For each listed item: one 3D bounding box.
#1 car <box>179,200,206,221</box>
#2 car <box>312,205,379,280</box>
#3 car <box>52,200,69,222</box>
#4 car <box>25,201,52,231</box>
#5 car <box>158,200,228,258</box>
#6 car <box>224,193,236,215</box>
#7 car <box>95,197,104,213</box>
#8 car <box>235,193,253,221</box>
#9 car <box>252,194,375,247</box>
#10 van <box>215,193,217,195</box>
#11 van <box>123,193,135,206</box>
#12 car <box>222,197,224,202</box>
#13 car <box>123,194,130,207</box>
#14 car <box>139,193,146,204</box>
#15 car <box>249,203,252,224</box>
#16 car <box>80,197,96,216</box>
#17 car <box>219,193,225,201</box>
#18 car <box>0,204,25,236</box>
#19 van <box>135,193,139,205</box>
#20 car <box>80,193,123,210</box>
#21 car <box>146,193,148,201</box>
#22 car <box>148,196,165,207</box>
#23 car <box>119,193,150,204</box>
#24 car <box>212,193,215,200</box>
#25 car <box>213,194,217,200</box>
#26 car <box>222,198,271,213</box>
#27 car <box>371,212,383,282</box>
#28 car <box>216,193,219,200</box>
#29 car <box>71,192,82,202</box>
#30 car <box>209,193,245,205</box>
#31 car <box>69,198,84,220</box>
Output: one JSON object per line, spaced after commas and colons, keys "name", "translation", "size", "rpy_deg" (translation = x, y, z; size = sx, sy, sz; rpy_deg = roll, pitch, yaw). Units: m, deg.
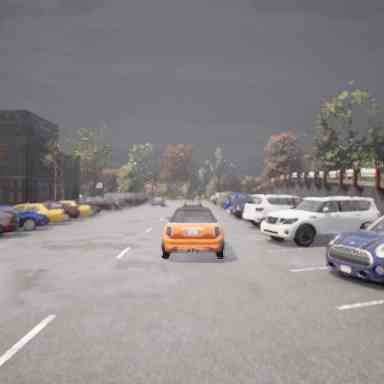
{"name": "car", "translation": [0.068, 1.462, 28.171], "size": [2.128, 1.511, 4.902], "rpy_deg": [0, 0, 0]}
{"name": "car", "translation": [5.950, 1.352, 9.051], "size": [4.553, 1.767, 2.185], "rpy_deg": [1, 0, -20]}
{"name": "car", "translation": [-11.180, 1.463, 22.010], "size": [5.366, 1.575, 1.946], "rpy_deg": [-1, 0, -20]}
{"name": "car", "translation": [-11.010, 1.466, 19.113], "size": [5.008, 1.535, 2.097], "rpy_deg": [-1, 0, -20]}
{"name": "car", "translation": [0.049, 1.337, 12.873], "size": [2.097, 1.767, 4.553], "rpy_deg": [0, 0, 0]}
{"name": "car", "translation": [5.913, 1.207, 27.165], "size": [5.566, 2.045, 2.435], "rpy_deg": [1, 0, -20]}
{"name": "car", "translation": [-10.976, 1.483, 30.973], "size": [4.792, 1.488, 2.163], "rpy_deg": [-1, 0, -20]}
{"name": "car", "translation": [5.968, 1.214, 21.137], "size": [5.566, 2.045, 2.435], "rpy_deg": [1, 0, -20]}
{"name": "car", "translation": [5.907, 1.219, 15.070], "size": [5.566, 2.045, 2.435], "rpy_deg": [1, 0, -20]}
{"name": "van", "translation": [6.076, 1.210, 48.371], "size": [4.442, 1.987, 1.878], "rpy_deg": [1, 0, -20]}
{"name": "van", "translation": [-11.093, 1.209, 48.666], "size": [4.442, 1.987, 1.878], "rpy_deg": [-1, 0, -20]}
{"name": "car", "translation": [5.771, 1.450, 30.128], "size": [5.366, 1.575, 1.946], "rpy_deg": [1, 0, -20]}
{"name": "car", "translation": [-10.987, 1.442, 42.799], "size": [4.892, 1.521, 2.231], "rpy_deg": [-1, 0, -20]}
{"name": "car", "translation": [-10.955, 1.173, 54.643], "size": [5.566, 2.045, 2.435], "rpy_deg": [-1, 0, -20]}
{"name": "car", "translation": [5.903, 1.497, 18.094], "size": [4.792, 1.488, 2.163], "rpy_deg": [1, 0, -20]}
{"name": "car", "translation": [-11.173, 1.456, 27.927], "size": [5.366, 1.575, 1.946], "rpy_deg": [-1, 0, -20]}
{"name": "car", "translation": [5.979, 1.201, 33.228], "size": [5.566, 2.045, 2.435], "rpy_deg": [1, 0, -20]}
{"name": "car", "translation": [-11.040, 1.499, 16.147], "size": [4.792, 1.488, 2.163], "rpy_deg": [-1, 0, -20]}
{"name": "van", "translation": [-11.089, 1.205, 51.625], "size": [4.442, 1.987, 1.878], "rpy_deg": [-1, 0, -20]}
{"name": "car", "translation": [-11.021, 1.319, 39.824], "size": [4.553, 1.767, 2.185], "rpy_deg": [-1, 0, -20]}
{"name": "car", "translation": [-10.950, 1.169, 57.602], "size": [5.566, 2.045, 2.435], "rpy_deg": [-1, 0, -20]}
{"name": "car", "translation": [-5.060, 1.471, 49.960], "size": [1.812, 1.442, 4.674], "rpy_deg": [0, 0, 0]}
{"name": "car", "translation": [-10.989, 1.162, 63.486], "size": [5.566, 2.045, 2.435], "rpy_deg": [-1, 0, -20]}
{"name": "car", "translation": [6.003, 1.305, 51.354], "size": [4.553, 1.767, 2.185], "rpy_deg": [1, 0, -20]}
{"name": "car", "translation": [5.969, 1.439, 45.304], "size": [4.892, 1.521, 2.231], "rpy_deg": [1, 0, -20]}
{"name": "car", "translation": [5.921, 1.478, 36.230], "size": [4.792, 1.488, 2.163], "rpy_deg": [1, 0, -20]}
{"name": "car", "translation": [5.952, 1.355, 6.024], "size": [4.553, 1.767, 2.185], "rpy_deg": [1, 0, -20]}
{"name": "car", "translation": [5.922, 1.316, 42.283], "size": [4.553, 1.767, 2.185], "rpy_deg": [1, 0, -20]}
{"name": "car", "translation": [-26.632, 1.144, 76.871], "size": [2.435, 2.045, 5.566], "rpy_deg": [0, 1, -19]}
{"name": "car", "translation": [5.998, 1.171, 57.412], "size": [5.566, 2.045, 2.435], "rpy_deg": [1, 0, -20]}
{"name": "car", "translation": [-11.006, 1.460, 25.043], "size": [5.008, 1.535, 2.097], "rpy_deg": [-1, 0, -20]}
